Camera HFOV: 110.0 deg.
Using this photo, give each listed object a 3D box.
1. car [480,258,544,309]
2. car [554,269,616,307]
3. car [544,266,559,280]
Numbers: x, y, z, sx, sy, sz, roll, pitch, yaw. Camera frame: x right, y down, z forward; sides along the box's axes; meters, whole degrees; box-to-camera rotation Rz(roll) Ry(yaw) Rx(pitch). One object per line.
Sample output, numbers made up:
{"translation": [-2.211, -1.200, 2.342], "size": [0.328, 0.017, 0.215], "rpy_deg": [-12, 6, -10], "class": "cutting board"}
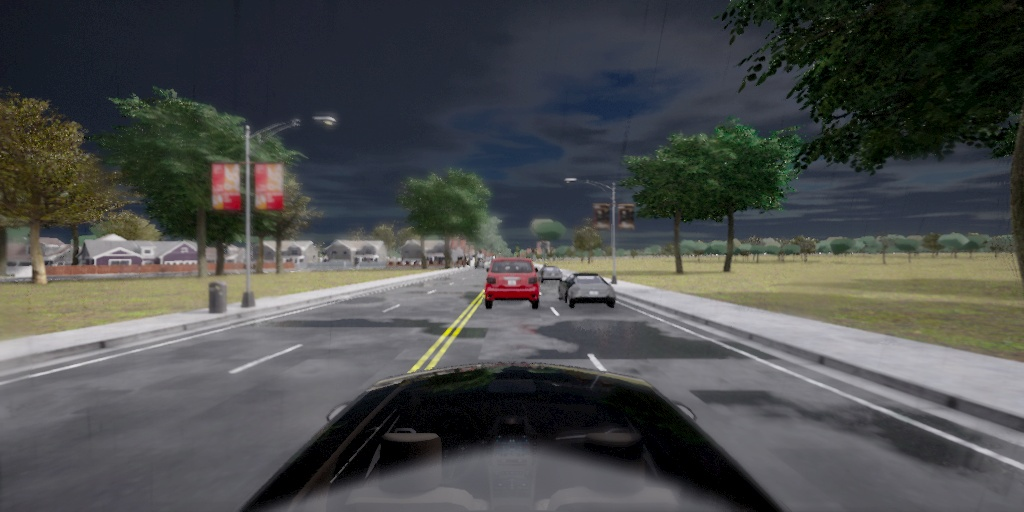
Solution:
{"translation": [0.001, 1.095, 15.885], "size": [2.150, 2.045, 5.566], "rpy_deg": [0, 0, 0], "class": "car"}
{"translation": [3.253, 1.446, 16.203], "size": [1.994, 1.385, 4.181], "rpy_deg": [0, 0, 0], "class": "car"}
{"translation": [3.250, 1.558, 30.831], "size": [2.033, 1.411, 5.357], "rpy_deg": [0, 0, 0], "class": "car"}
